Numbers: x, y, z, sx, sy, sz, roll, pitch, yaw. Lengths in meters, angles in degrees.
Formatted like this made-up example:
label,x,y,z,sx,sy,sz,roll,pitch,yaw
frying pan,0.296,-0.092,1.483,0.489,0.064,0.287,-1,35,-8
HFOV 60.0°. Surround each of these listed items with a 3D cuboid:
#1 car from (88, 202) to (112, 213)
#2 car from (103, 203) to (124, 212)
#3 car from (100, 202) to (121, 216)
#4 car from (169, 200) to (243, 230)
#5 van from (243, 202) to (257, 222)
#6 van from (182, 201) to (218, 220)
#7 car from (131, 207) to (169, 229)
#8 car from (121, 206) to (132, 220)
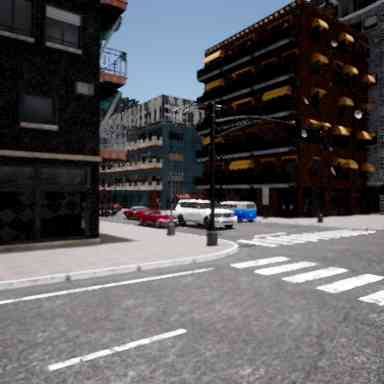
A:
label,x,y,z,sx,sy,sz,roll,pitch,yaw
car,-14.053,2.267,50.633,1.882,1.535,5.008,0,-1,-36
car,-12.500,2.399,52.956,1.802,1.307,4.206,-1,0,-36
car,-10.999,2.127,41.164,1.882,1.535,5.008,0,-1,-36
car,0.898,1.610,24.919,2.150,2.045,5.566,0,-1,-36
van,4.064,1.795,30.373,1.690,1.788,3.998,-1,0,-36
van,0.750,1.868,34.891,1.690,1.788,3.998,-1,0,-36
car,-2.680,1.989,25.459,1.802,1.307,4.206,-1,0,-36
car,-4.922,2.117,32.846,1.895,1.301,4.718,0,-1,-36
